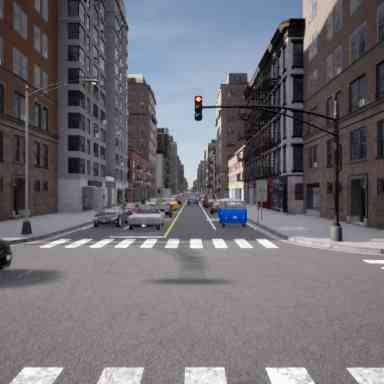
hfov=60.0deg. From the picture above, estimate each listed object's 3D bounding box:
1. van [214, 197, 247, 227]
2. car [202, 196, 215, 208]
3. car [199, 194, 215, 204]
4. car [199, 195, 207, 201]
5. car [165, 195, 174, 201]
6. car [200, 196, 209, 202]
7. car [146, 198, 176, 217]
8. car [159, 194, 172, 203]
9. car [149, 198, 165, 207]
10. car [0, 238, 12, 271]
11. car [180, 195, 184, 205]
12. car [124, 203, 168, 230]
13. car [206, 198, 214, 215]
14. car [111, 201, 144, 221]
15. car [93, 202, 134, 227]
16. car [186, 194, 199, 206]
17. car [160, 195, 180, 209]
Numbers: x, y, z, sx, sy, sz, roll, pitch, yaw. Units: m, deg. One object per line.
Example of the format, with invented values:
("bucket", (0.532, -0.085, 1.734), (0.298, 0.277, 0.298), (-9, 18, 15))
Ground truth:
("van", (2.660, 1.340, 22.467), (1.690, 1.788, 3.998), (0, 0, 0))
("car", (2.683, 1.576, 45.193), (1.802, 1.307, 4.206), (0, 0, 0))
("car", (2.689, 1.305, 50.874), (2.192, 1.841, 5.009), (0, 0, 0))
("car", (2.723, 1.530, 84.962), (1.947, 1.339, 4.313), (0, 0, 0))
("car", (-5.307, 1.409, 79.285), (1.967, 1.590, 4.097), (0, 0, 0))
("car", (2.712, 1.524, 73.599), (2.008, 1.369, 4.403), (0, 0, 0))
("car", (-2.816, 1.562, 31.146), (1.994, 1.385, 4.181), (0, 0, 0))
("car", (-5.319, 1.292, 67.921), (2.192, 1.841, 5.009), (0, 0, 0))
("car", (-5.336, 1.556, 50.877), (1.947, 1.339, 4.313), (0, 0, 0))
("car", (-7.254, 1.444, 8.215), (5.008, 1.535, 1.882), (0, 0, -13))
("car", (-2.696, 1.586, 56.434), (1.895, 1.301, 4.718), (0, 0, 0))
("car", (-2.798, 1.600, 21.173), (1.895, 1.301, 4.718), (0, 0, -1))
("car", (2.671, 1.580, 33.830), (1.802, 1.307, 4.206), (0, 0, 0))
("car", (-5.360, 1.543, 28.148), (1.887, 1.381, 4.507), (0, 0, 0))
("car", (-5.365, 1.549, 22.467), (2.008, 1.369, 4.403), (0, 0, 0))
("car", (0.160, 1.478, 55.365), (2.128, 1.511, 4.902), (0, 0, 0))
("car", (-2.799, 1.473, 41.275), (1.882, 1.535, 5.008), (0, 0, 0))
